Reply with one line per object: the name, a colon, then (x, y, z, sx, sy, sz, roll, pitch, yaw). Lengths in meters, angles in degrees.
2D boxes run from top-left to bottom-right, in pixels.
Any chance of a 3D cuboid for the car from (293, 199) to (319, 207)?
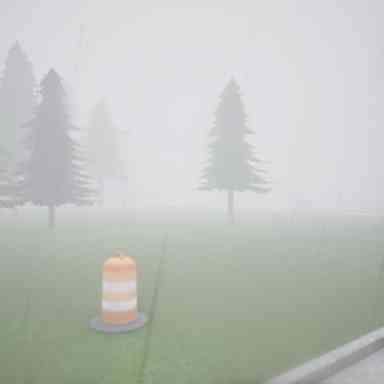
car: (20.746, 2.002, 60.725, 1.837, 1.490, 4.892, 1, -1, -35)
